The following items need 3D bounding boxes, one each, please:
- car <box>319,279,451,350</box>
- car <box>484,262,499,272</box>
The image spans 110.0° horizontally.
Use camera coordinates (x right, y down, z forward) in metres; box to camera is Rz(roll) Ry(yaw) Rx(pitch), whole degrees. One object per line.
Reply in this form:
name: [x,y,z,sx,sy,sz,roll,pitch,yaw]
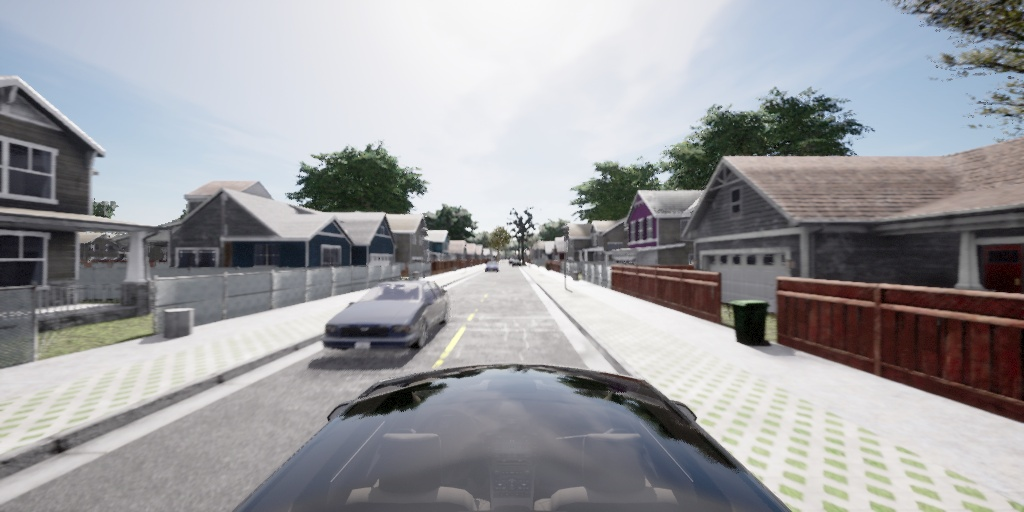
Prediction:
car: [-2.852,1.338,9.513,2.033,1.411,5.357,0,0,0]
car: [-2.821,1.535,50.754,1.812,1.442,4.674,0,0,0]
